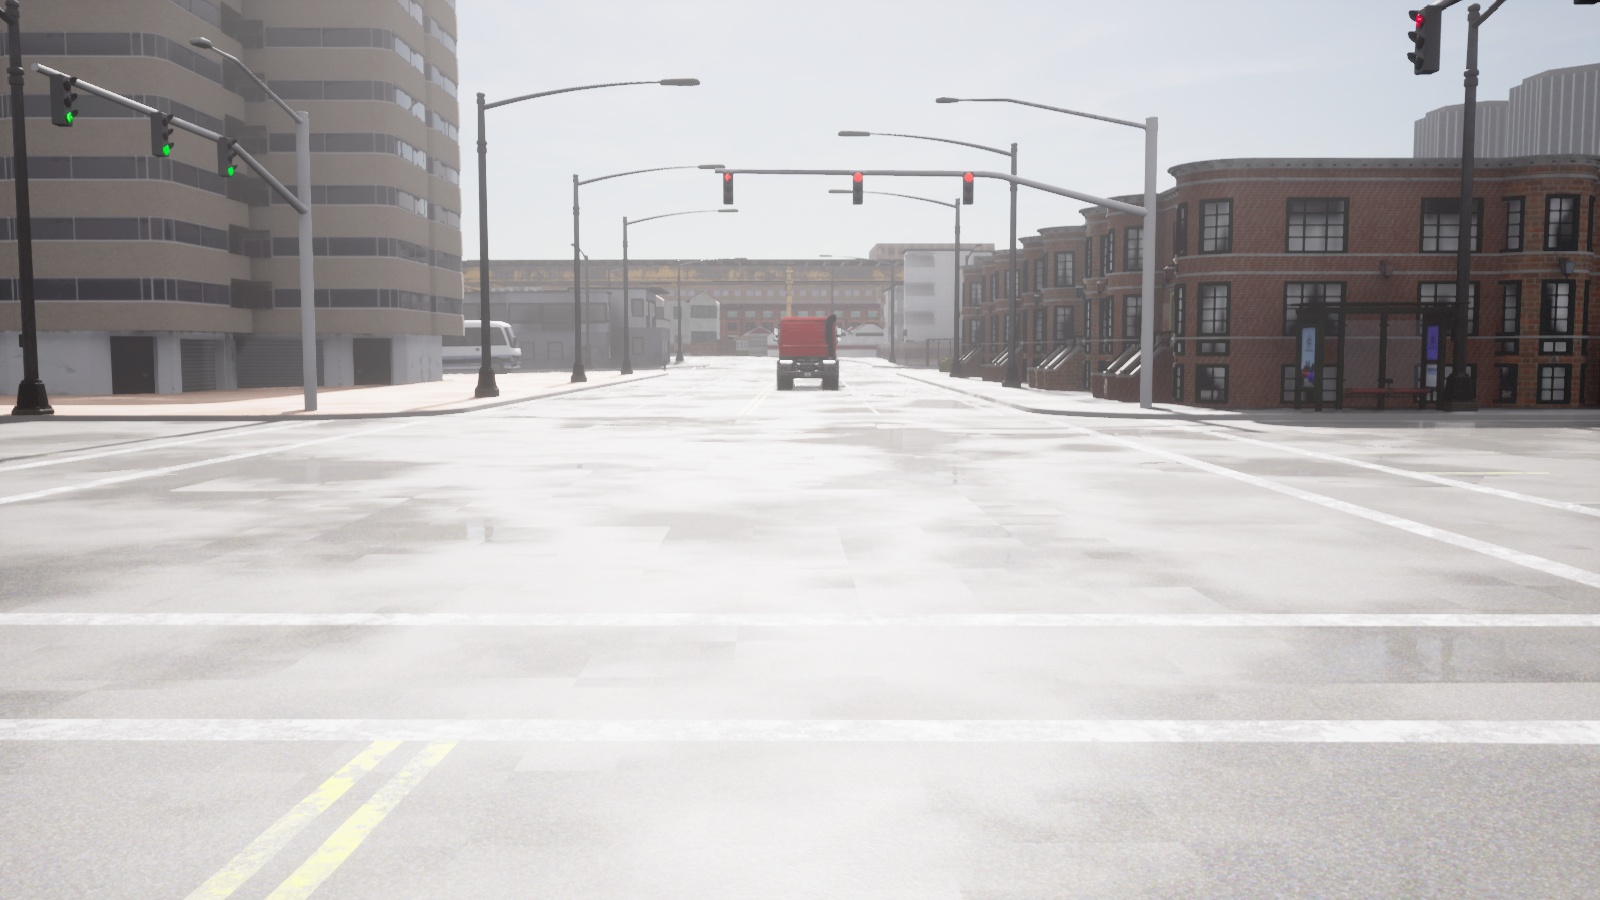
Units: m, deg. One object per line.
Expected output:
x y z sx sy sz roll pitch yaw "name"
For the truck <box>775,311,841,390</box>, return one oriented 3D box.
0.366 -4.656 58.947 2.891 3.462 7.936 0 5 0 "truck"
